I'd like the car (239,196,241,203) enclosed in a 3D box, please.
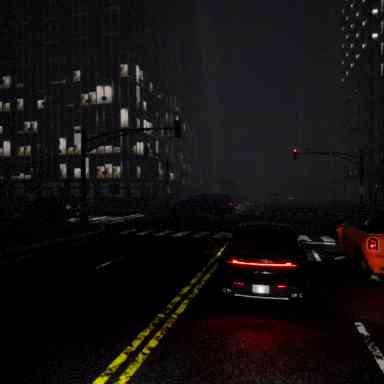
[{"bbox_3d":[6.132,1.471,51.846,1.837,1.490,4.892,0,0,14],"label":"car"}]

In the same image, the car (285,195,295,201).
[{"bbox_3d":[23.364,1.465,79.544,2.033,1.411,5.357,0,0,14],"label":"car"}]

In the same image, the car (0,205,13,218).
[{"bbox_3d":[-16.809,1.434,27.175,4.313,1.339,1.947,1,1,15],"label":"car"}]

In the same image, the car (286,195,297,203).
[{"bbox_3d":[20.816,1.464,69.539,2.128,1.511,4.902,0,0,14],"label":"car"}]

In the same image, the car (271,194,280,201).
[{"bbox_3d":[20.215,1.236,80.349,1.882,1.535,5.008,0,0,14],"label":"car"}]

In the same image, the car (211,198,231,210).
[{"bbox_3d":[3.843,1.501,42.864,1.812,1.442,4.674,0,0,14],"label":"car"}]

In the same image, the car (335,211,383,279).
[{"bbox_3d":[5.707,1.347,9.950,2.097,1.767,4.553,0,0,14],"label":"car"}]

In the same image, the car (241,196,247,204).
[{"bbox_3d":[8.455,1.482,60.844,1.812,1.442,4.674,0,0,15],"label":"car"}]

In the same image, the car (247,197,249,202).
[{"bbox_3d":[10.993,1.497,70.504,1.994,1.385,4.181,0,0,14],"label":"car"}]

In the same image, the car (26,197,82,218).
[{"bbox_3d":[-11.808,1.216,28.622,4.553,1.767,2.097,1,1,15],"label":"car"}]

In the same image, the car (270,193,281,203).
[{"bbox_3d":[17.647,1.158,70.284,2.150,2.045,5.566,0,0,14],"label":"car"}]

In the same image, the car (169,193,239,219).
[{"bbox_3d":[0.860,1.144,28.431,5.566,2.045,2.150,1,1,15],"label":"car"}]

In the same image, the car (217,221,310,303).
[{"bbox_3d":[1.839,1.501,8.342,1.837,1.490,4.892,0,0,14],"label":"car"}]
